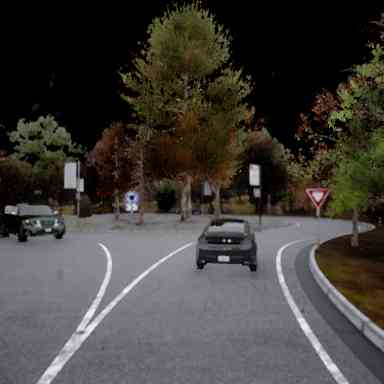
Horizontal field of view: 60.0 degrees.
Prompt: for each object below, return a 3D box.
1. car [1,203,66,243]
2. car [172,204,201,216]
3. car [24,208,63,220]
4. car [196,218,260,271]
[{"bbox_3d":[-9.129,1.646,18.886,2.150,2.045,5.566,2,-3,-43],"label":"car"},{"bbox_3d":[-0.855,2.819,52.353,4.553,1.767,2.097,0,-2,11],"label":"car"},{"bbox_3d":[-18.583,2.756,41.853,1.994,1.385,4.181,-1,-2,23],"label":"car"},{"bbox_3d":[1.334,1.688,11.644,1.837,1.490,4.892,-1,-2,11],"label":"car"}]
